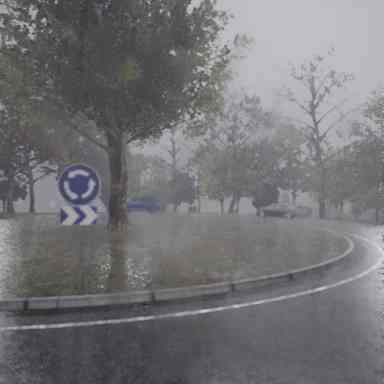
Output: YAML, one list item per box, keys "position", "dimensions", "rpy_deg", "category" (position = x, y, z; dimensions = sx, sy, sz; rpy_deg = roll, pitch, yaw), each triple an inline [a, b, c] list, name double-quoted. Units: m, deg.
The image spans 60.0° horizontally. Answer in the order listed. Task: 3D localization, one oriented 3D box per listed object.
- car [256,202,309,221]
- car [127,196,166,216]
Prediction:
- position: [7.753, 1.657, 28.963]
  dimensions: [2.128, 1.511, 4.902]
  rpy_deg: [0, 0, -36]
  category: "car"
- position: [-5.484, 1.385, 34.987]
  dimensions: [5.566, 2.045, 2.150]
  rpy_deg: [1, -1, -1]
  category: "car"
